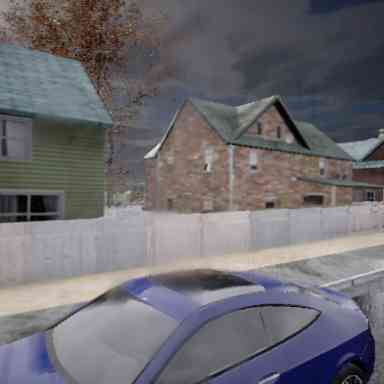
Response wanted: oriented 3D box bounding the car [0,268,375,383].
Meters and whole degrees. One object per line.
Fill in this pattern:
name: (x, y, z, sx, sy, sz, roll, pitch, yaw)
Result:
car: (-0.166, 1.526, 2.951, 4.674, 1.442, 1.812, 0, 0, -36)
